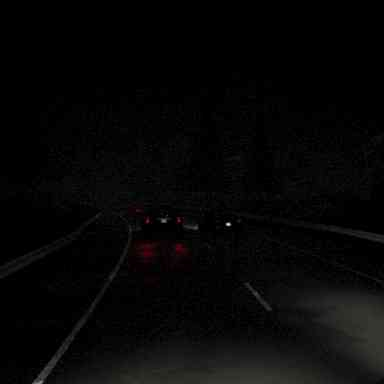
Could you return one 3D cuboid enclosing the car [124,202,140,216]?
[{"bbox_3d":[-6.485,1.825,37.429,1.882,1.535,5.008,0,-1,-19],"label":"car"}]

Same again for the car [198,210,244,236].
[{"bbox_3d":[1.615,1.737,19.845,1.994,1.385,4.181,0,0,-10],"label":"car"}]

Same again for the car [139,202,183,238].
[{"bbox_3d":[-1.782,1.525,18.941,2.097,1.767,4.553,0,-1,-9],"label":"car"}]
